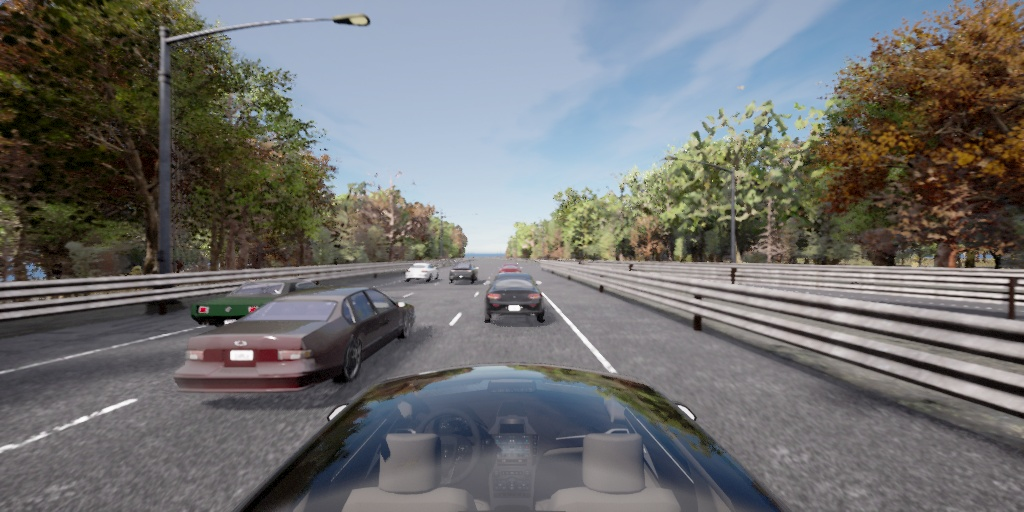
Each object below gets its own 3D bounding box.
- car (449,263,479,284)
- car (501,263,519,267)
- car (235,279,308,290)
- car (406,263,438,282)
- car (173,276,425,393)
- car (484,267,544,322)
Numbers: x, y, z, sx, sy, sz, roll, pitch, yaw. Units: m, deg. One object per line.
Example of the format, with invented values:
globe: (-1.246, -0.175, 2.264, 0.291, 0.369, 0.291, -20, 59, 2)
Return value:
car: (-3.640, 1.262, 27.633, 2.128, 1.511, 4.902, 0, 0, -1)
car: (-0.158, 1.296, 28.748, 1.812, 1.442, 4.674, 0, 0, -1)
car: (-6.938, 1.357, 11.047, 1.895, 1.301, 4.718, 0, 0, 0)
car: (-7.159, 1.299, 28.772, 1.812, 1.442, 4.674, 0, 0, -1)
car: (-3.418, 1.300, 7.030, 2.033, 1.411, 5.357, 0, 0, 0)
car: (0.051, 1.281, 12.261, 1.812, 1.442, 4.674, 0, 0, 0)
